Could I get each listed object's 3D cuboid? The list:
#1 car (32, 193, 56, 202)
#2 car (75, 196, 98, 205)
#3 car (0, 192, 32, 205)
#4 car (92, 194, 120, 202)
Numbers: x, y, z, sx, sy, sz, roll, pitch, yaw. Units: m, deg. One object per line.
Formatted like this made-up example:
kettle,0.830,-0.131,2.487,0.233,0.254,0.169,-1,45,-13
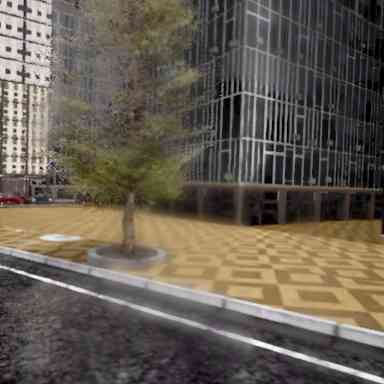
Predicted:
car,-25.154,0.939,55.536,4.403,1.369,2.008,1,2,-34
car,-16.026,1.320,52.253,4.507,1.381,1.887,1,2,-34
car,-25.362,0.944,45.827,5.009,1.841,2.192,1,2,-34
car,-15.950,1.058,61.859,4.829,1.417,1.752,1,2,-34
